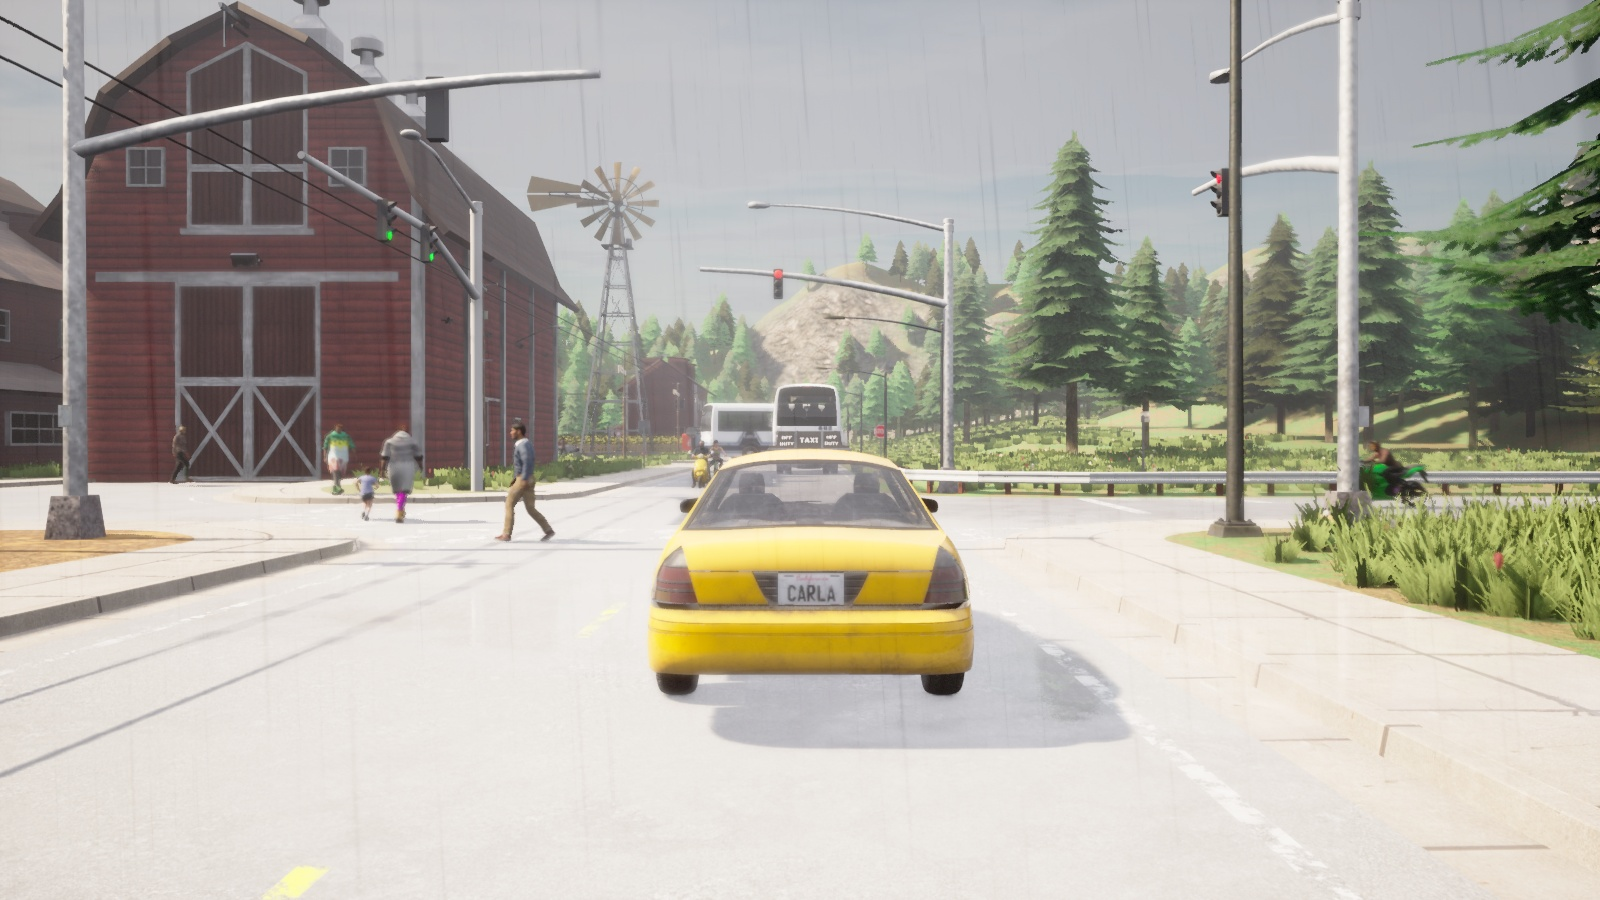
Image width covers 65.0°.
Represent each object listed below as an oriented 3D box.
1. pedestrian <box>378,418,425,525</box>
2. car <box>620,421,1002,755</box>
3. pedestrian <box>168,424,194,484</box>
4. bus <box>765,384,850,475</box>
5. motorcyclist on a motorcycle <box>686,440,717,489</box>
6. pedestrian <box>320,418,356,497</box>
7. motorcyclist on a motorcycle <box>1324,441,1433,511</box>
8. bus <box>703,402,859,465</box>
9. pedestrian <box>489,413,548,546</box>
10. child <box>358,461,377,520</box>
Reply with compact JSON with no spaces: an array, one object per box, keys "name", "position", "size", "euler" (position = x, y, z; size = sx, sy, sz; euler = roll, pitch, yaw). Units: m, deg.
[{"name":"pedestrian","position":[-7.391,0.384,23.327],"size":[0.659,1.952,0.873],"euler":[0,0,-4]},{"name":"car","position":[0.063,0.637,8.603],"size":[1.801,1.575,5.366],"euler":[0,0,0]},{"name":"pedestrian","position":[-19.287,0.125,39.109],"size":[0.634,1.846,0.331],"euler":[0,0,0]},{"name":"bus","position":[0.361,-0.989,63.582],"size":[3.944,4.253,10.273],"euler":[0,0,0]},{"name":"motorcyclist on a motorcycle","position":[-3.259,0.462,41.690],"size":[0.866,1.590,1.817],"euler":[0,0,0]},{"name":"pedestrian","position":[-11.561,0.188,31.439],"size":[0.659,1.952,0.873],"euler":[0,0,-34]},{"name":"motorcyclist on a motorcycle","position":[12.764,0.556,27.734],"size":[2.044,1.523,0.797],"euler":[0,0,-1]},{"name":"bus","position":[-1.369,-1.128,88.651],"size":[10.273,4.253,3.944],"euler":[0,0,-19]},{"name":"pedestrian","position":[-4.182,0.433,18.686],"size":[0.788,1.949,0.423],"euler":[0,0,1]},{"name":"child","position":[-8.214,0.761,23.845],"size":[0.255,1.110,0.394],"euler":[0,0,-4]}]
